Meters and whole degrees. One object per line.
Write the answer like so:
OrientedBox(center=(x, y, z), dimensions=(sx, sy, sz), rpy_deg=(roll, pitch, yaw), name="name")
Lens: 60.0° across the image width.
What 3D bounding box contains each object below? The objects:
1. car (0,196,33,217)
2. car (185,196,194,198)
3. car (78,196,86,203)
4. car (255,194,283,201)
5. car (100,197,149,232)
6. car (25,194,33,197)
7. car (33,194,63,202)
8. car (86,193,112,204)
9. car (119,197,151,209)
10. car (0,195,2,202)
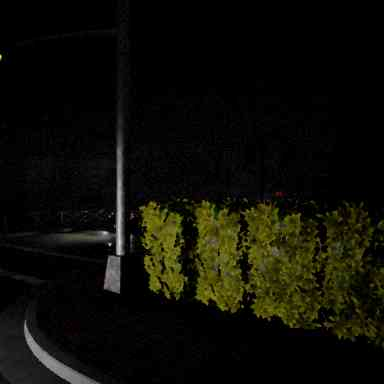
OrientedBox(center=(-15.785, 1.339, 26.883), dimensions=(2.007, 1.523, 4.514), rpy_deg=(0, 0, 35), name="car")
OrientedBox(center=(-0.753, 1.374, 48.140), dimensions=(1.845, 1.501, 3.633), rpy_deg=(0, 0, 35), name="car")
OrientedBox(center=(-18.453, 1.077, 60.329), dimensions=(1.905, 1.878, 3.866), rpy_deg=(0, 0, 35), name="car")
OrientedBox(center=(8.450, 1.221, 37.024), dimensions=(2.150, 2.045, 5.566), rpy_deg=(0, 0, 35), name="car")
OrientedBox(center=(-3.021, 1.352, 20.539), dimensions=(2.097, 1.767, 4.553), rpy_deg=(0, 0, 35), name="car")
OrientedBox(center=(-34.322, 1.232, 71.163), dimensions=(1.970, 1.475, 3.806), rpy_deg=(0, 0, 35), name="car")
OrientedBox(center=(-28.897, 1.153, 67.720), dimensions=(2.152, 1.636, 5.027), rpy_deg=(0, 0, 35), name="car")
OrientedBox(center=(-15.843, 1.097, 58.987), dimensions=(1.932, 1.855, 4.605), rpy_deg=(0, 0, 35), name="car")
OrientedBox(center=(-7.473, 1.384, 43.804), dimensions=(1.970, 1.475, 3.806), rpy_deg=(0, 0, 35), name="car")
OrientedBox(center=(-41.384, 1.297, 67.525), dimensions=(2.007, 1.523, 4.514), rpy_deg=(0, 0, 35), name="car")
